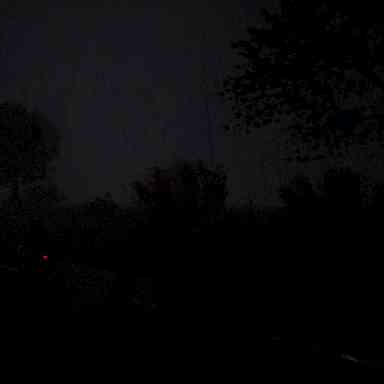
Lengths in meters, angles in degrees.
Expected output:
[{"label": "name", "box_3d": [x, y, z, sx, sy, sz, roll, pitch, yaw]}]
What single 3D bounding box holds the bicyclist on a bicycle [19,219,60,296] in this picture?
[{"label": "bicyclist on a bicycle", "box_3d": [-3.462, 1.452, 7.500, 1.656, 1.620, 0.582, 0, 0, 35]}]
